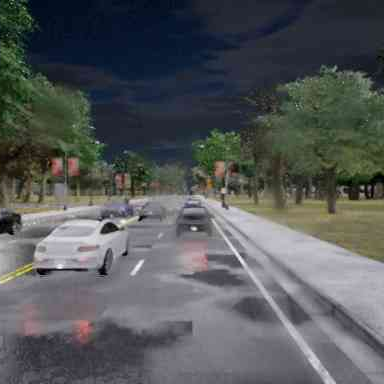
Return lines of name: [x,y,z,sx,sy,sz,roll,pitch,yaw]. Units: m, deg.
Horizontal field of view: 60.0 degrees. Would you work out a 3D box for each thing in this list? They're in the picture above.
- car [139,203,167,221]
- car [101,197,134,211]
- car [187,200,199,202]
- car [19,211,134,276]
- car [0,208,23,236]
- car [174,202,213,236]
car: [-3.141,1.572,27.261,1.994,1.385,4.181,0,0,0]
car: [-6.543,1.360,29.391,2.097,1.767,4.553,0,0,1]
car: [0.112,1.539,36.037,1.812,1.442,4.674,0,0,0]
car: [-3.146,1.528,10.239,1.812,1.442,4.674,0,0,0]
car: [-9.841,1.495,15.560,2.128,1.511,4.902,0,0,0]
car: [0.107,1.509,18.275,1.837,1.490,4.892,0,0,0]
